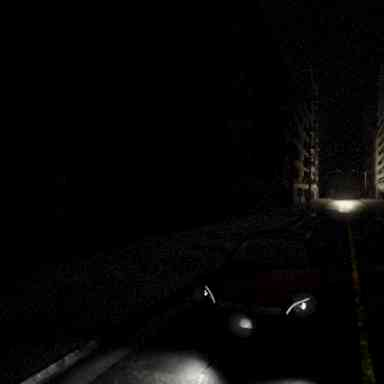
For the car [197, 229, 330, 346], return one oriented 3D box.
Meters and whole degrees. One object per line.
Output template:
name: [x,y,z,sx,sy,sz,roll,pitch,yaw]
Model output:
car: [1.704,1.527,6.670,1.812,1.442,4.674,0,0,25]
